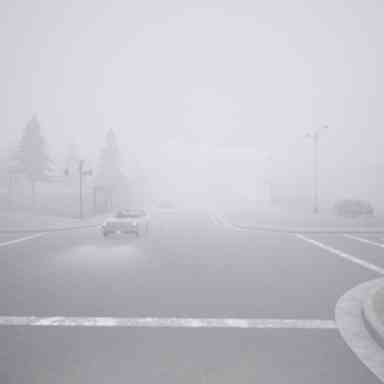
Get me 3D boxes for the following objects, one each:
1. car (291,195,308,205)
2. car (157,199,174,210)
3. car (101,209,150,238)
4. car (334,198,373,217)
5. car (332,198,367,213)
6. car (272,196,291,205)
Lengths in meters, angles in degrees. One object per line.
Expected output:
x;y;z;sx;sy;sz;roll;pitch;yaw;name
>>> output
17.414;1.379;54.890;2.152;1.636;5.027;0;0;0;car
-3.440;1.594;44.351;1.994;1.385;4.181;0;0;0;car
-3.476;1.616;18.066;1.895;1.301;4.718;0;0;0;car
13.995;1.399;28.840;1.845;1.501;3.633;0;0;0;car
17.058;1.416;36.227;1.970;1.475;3.806;0;0;0;car
14.277;1.388;54.873;2.007;1.523;4.514;0;0;0;car
